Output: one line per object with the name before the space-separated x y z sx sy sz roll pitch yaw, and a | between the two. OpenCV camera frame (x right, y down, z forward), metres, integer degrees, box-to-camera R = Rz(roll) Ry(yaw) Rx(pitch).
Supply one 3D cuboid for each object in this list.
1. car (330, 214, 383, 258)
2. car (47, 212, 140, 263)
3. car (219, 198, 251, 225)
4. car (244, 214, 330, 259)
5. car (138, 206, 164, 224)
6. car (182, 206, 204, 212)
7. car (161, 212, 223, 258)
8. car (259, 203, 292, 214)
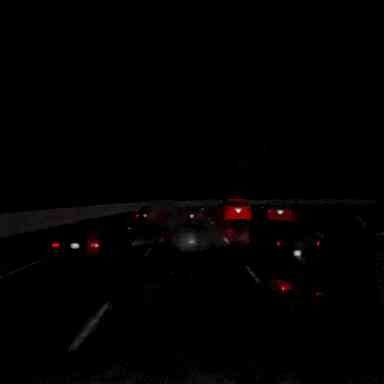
car | 7.012 1.648 13.479 2.128 1.511 4.902 0 -1 0
car | -3.500 1.690 12.484 2.033 1.411 5.357 0 -1 0
car | 3.511 1.539 27.556 2.150 2.045 5.566 0 0 1
car | 3.508 1.753 13.229 1.895 1.301 4.718 0 -1 0
car | -3.490 1.860 27.489 2.033 1.411 5.357 0 -1 1
car | 0.045 1.888 28.443 1.994 1.385 4.181 0 -1 2
car | 0.011 1.719 13.487 1.994 1.385 4.181 0 -1 1
car | 7.046 1.675 28.400 2.097 1.767 4.553 0 -1 1
